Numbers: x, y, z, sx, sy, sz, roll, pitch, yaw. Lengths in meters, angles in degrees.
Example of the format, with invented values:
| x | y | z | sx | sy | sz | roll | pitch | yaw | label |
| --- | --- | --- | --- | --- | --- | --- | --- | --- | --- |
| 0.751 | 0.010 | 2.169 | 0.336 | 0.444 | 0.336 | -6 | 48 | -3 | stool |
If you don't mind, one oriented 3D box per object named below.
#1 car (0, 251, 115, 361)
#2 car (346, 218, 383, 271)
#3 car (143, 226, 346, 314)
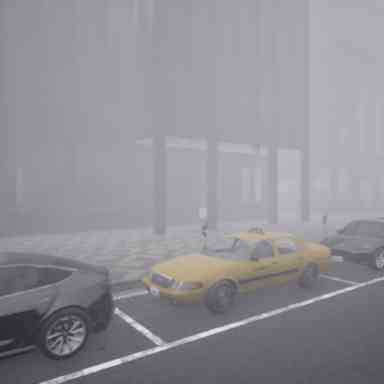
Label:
| x | y | z | sx | sy | sz | roll | pitch | yaw | label |
| --- | --- | --- | --- | --- | --- | --- | --- | --- | --- |
| -3.178 | 1.566 | 4.383 | 4.313 | 1.339 | 1.947 | 0 | 0 | -35 | car |
| 6.001 | 1.555 | 10.927 | 4.313 | 1.339 | 1.947 | 0 | 0 | -35 | car |
| 1.273 | 1.520 | 7.556 | 4.829 | 1.417 | 1.752 | 0 | 0 | -35 | car |
